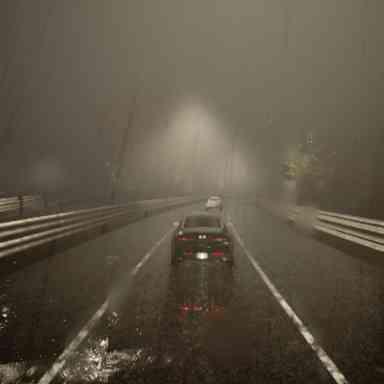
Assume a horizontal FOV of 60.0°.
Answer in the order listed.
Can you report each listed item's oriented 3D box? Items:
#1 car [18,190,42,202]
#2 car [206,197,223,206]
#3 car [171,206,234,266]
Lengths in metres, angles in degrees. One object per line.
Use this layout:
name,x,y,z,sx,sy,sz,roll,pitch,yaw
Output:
car,-24.438,0.745,50.920,2.033,1.411,5.357,0,1,-13
car,2.702,1.329,39.276,1.812,1.442,4.674,0,0,7
car,0.371,1.454,11.362,1.837,1.490,4.892,0,0,2
